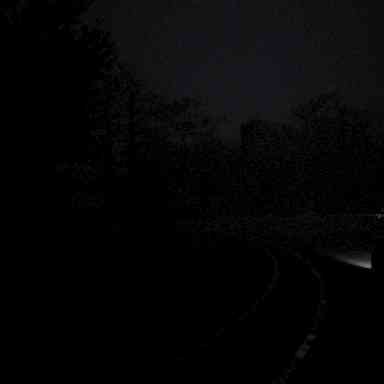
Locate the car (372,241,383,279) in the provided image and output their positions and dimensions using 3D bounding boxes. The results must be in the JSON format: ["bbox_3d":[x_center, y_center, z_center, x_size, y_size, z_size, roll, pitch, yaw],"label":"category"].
[{"bbox_3d":[5.381,1.549,7.296,1.994,1.385,4.181,0,0,19],"label":"car"}]

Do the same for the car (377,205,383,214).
[{"bbox_3d":[23.887,1.955,39.453,4.902,1.511,2.128,3,-2,-34],"label":"car"}]
